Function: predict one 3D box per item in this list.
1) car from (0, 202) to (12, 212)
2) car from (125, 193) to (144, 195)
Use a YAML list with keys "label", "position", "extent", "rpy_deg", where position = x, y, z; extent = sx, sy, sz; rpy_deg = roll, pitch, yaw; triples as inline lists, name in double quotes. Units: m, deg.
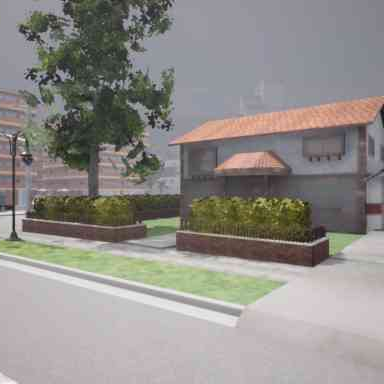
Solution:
- label: "car"
  position: [-21.589, 1.601, 35.037]
  extent: [1.895, 1.301, 4.718]
  rpy_deg: [0, 0, 33]
- label: "car"
  position: [-9.481, 1.221, 51.650]
  extent: [2.150, 2.045, 5.566]
  rpy_deg: [0, 0, 36]
